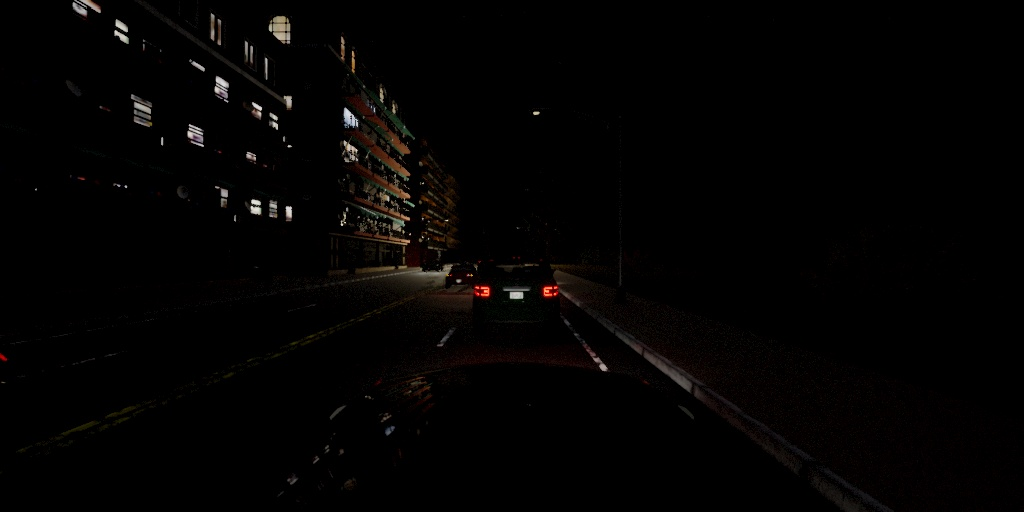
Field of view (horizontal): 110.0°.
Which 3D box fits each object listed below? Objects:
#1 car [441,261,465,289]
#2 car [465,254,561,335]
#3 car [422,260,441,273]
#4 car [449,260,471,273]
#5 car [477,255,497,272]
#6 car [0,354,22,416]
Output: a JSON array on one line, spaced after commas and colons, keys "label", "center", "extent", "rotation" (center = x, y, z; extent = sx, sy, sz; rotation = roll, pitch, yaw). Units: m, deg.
[{"label": "car", "center": [-3.092, 1.278, 23.174], "extent": [1.812, 1.442, 4.674], "rotation": [0, 0, 0]}, {"label": "car", "center": [0.118, 0.973, 10.704], "extent": [2.150, 2.045, 5.566], "rotation": [0, 0, 0]}, {"label": "car", "center": [-9.734, 1.255, 44.304], "extent": [1.837, 1.490, 4.892], "rotation": [0, 0, 0]}, {"label": "car", "center": [-6.481, 1.298, 45.461], "extent": [2.033, 1.411, 5.357], "rotation": [0, 0, 0]}, {"label": "car", "center": [-3.031, 0.962, 44.895], "extent": [2.150, 2.045, 5.566], "rotation": [0, -1, 0]}, {"label": "car", "center": [-6.599, 1.314, 2.272], "extent": [1.994, 1.385, 4.181], "rotation": [0, 0, 0]}]
